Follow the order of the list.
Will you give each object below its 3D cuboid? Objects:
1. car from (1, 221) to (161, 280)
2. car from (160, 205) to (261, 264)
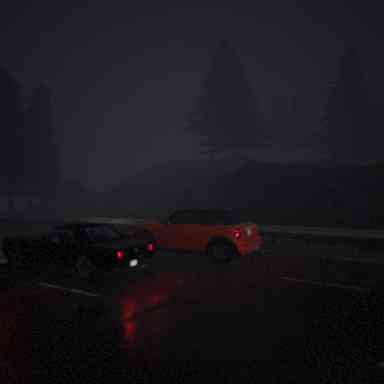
[{"bbox_3d":[-3.473,1.586,9.860,4.718,1.301,1.895,0,0,29],"label":"car"},{"bbox_3d":[0.032,1.318,11.794,4.553,1.767,2.097,0,0,32],"label":"car"}]
